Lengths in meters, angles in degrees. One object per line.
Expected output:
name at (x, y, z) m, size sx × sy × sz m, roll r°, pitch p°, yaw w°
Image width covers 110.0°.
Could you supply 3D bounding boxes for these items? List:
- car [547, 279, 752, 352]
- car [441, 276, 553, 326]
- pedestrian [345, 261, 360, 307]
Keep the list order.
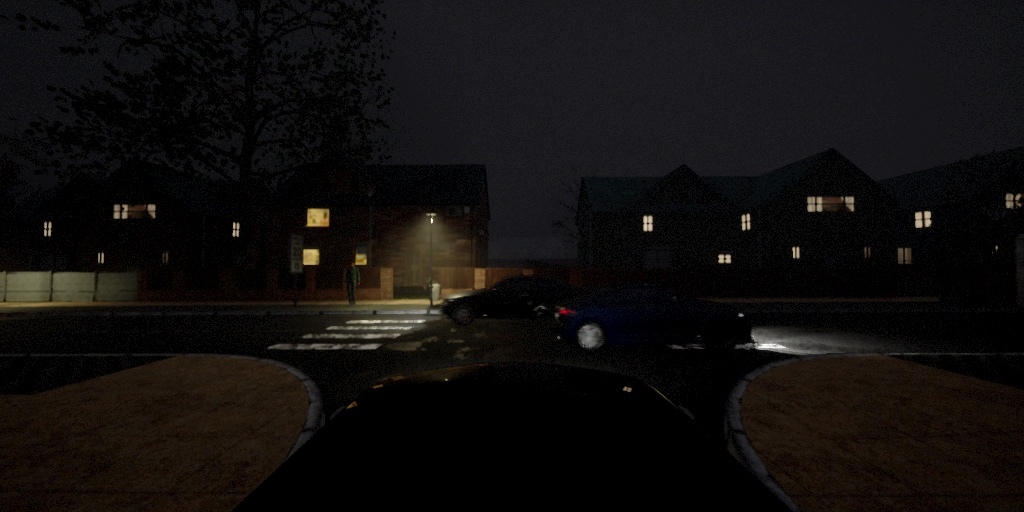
car at (3.052, 1.306, 8.318) m, size 4.181 × 1.385 × 1.994 m, roll -1°, pitch -1°, yaw 2°
car at (0.129, 1.353, 11.362) m, size 4.674 × 1.442 × 1.812 m, roll 0°, pitch -1°, yaw 2°
pedestrian at (-6.467, 1.103, 14.481) m, size 0.375 × 1.860 × 0.375 m, roll 0°, pitch -1°, yaw 2°
